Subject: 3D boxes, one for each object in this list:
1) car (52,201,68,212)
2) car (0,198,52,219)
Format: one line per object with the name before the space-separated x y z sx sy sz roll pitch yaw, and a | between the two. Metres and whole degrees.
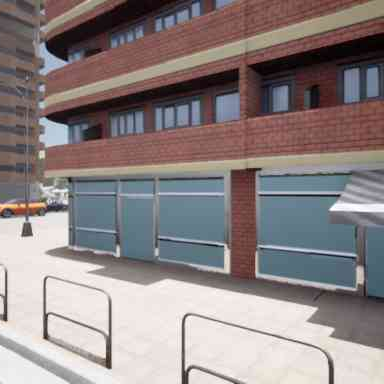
car | -15.362 1.596 35.776 1.895 1.301 4.718 0 0 36
car | -15.468 1.348 29.690 2.097 1.767 4.553 0 0 36
